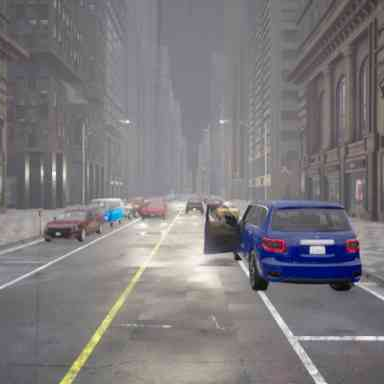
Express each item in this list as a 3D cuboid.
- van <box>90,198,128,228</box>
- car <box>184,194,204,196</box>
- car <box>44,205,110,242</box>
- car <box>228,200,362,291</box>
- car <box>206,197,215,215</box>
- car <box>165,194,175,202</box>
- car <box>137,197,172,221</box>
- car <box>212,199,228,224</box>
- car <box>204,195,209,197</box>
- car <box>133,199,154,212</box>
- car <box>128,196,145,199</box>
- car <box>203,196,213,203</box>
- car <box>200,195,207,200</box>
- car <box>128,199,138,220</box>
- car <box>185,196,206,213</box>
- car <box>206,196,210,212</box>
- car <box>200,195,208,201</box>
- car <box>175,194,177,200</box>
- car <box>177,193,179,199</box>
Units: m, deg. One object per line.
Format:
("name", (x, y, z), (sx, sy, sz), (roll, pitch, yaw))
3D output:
("van", (-5.643, 1.336, 21.992), (1.690, 1.788, 3.998), (0, 0, 0))
("car", (0.292, 1.483, 47.019), (2.128, 1.511, 4.902), (0, 0, 1))
("car", (-5.674, 1.540, 16.373), (1.887, 1.381, 4.507), (0, 0, 0))
("car", (2.442, 1.218, 9.117), (2.150, 2.045, 5.566), (0, 0, 0))
("car", (2.977, 1.574, 38.812), (1.802, 1.307, 4.206), (0, 0, 0))
("car", (-5.359, 1.583, 72.557), (1.802, 1.307, 4.206), (0, 0, 0))
("car", (-2.947, 1.471, 27.383), (1.882, 1.535, 5.008), (0, 0, 0))
("car", (2.915, 1.519, 27.744), (1.752, 1.417, 4.829), (0, 0, 0))
("car", (3.041, 1.517, 50.219), (1.752, 1.417, 4.829), (0, 0, 0))
("car", (-5.549, 1.518, 38.677), (1.752, 1.417, 4.829), (0, 0, 0))
("car", (-5.579, 1.308, 33.229), (2.192, 1.841, 5.009), (0, 0, 0))
("car", (3.135, 1.543, 66.905), (1.887, 1.381, 4.507), (0, 0, 0))
("car", (3.293, 1.562, 94.999), (2.008, 1.369, 4.403), (0, 0, 0))
("car", (-5.611, 1.545, 27.610), (2.008, 1.369, 4.403), (0, 0, 0))
("car", (0.271, 1.498, 36.242), (1.837, 1.490, 4.892), (0, 0, 1))
("car", (3.009, 1.573, 44.430), (1.802, 1.307, 4.206), (0, 0, 0))
("car", (3.261, 1.574, 89.380), (1.947, 1.339, 4.313), (0, 0, 0))
("car", (-5.327, 1.569, 78.175), (1.947, 1.339, 4.313), (0, 0, 0))
("car", (-5.264, 1.553, 89.411), (1.887, 1.381, 4.507), (0, 0, 0))
